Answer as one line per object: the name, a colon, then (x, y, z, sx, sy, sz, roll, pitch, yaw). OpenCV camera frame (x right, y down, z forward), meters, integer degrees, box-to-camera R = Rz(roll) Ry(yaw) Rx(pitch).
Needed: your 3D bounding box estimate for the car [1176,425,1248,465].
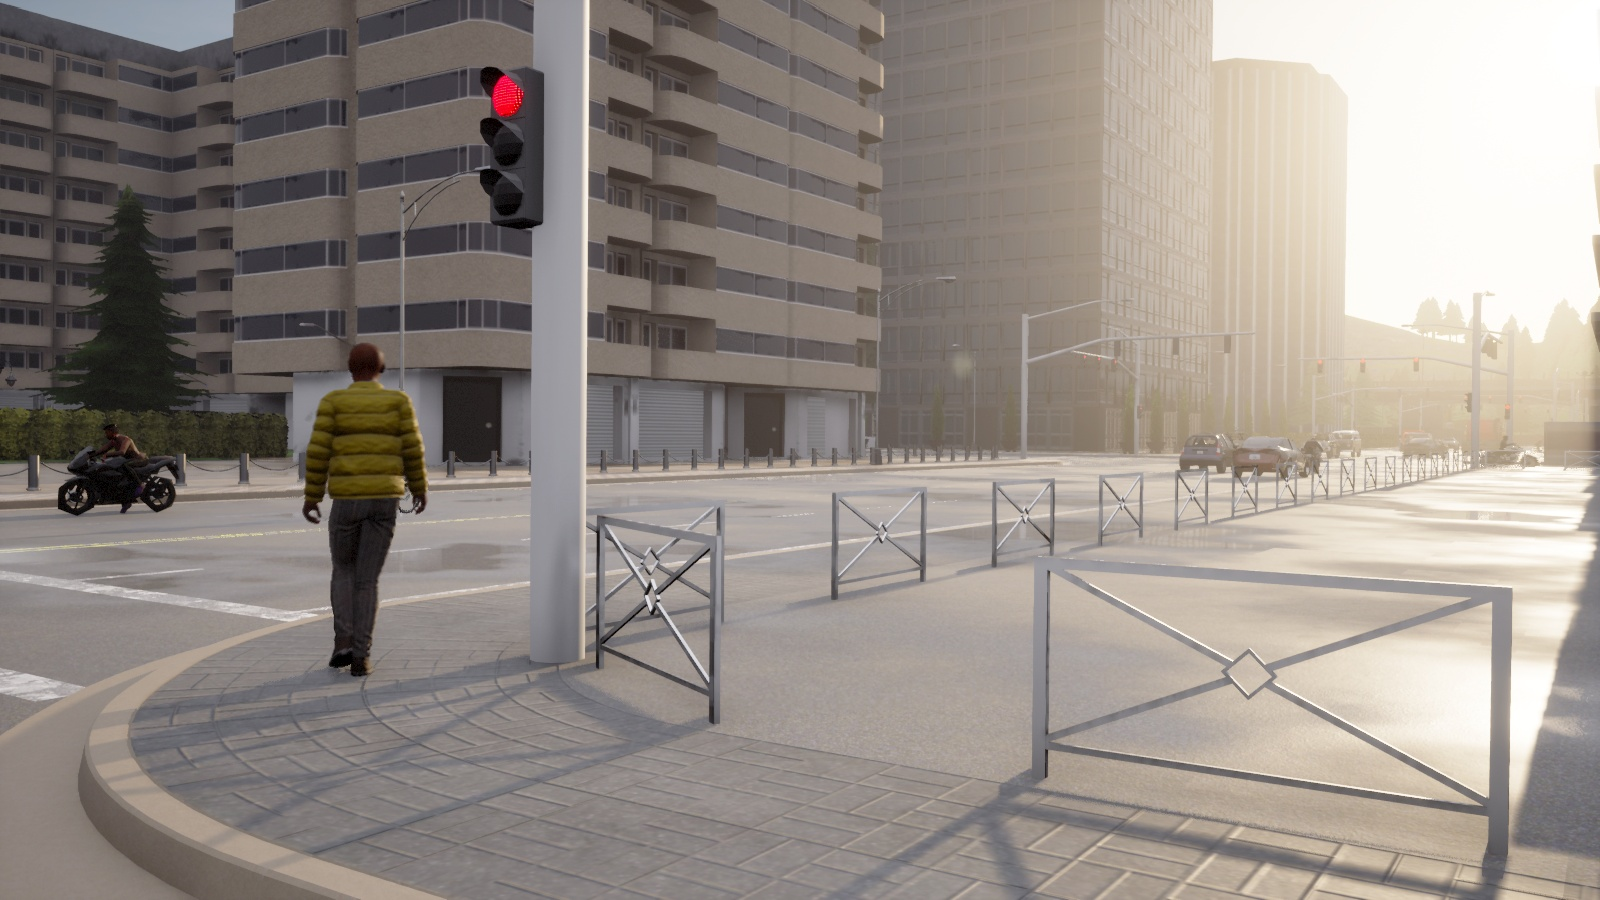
car: (17.102, -0.236, 52.056, 1.851, 1.617, 3.988, 0, 1, 33)

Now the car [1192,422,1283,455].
car: (25.422, -0.709, 73.040, 4.605, 1.855, 1.932, -1, 1, -6)

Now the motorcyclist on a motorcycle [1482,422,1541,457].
motorcyclist on a motorcycle: (33.564, -0.488, 59.256, 2.350, 1.649, 0.766, 0, 1, 33)

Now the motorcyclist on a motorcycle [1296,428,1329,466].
motorcyclist on a motorcycle: (21.191, -0.134, 51.919, 0.866, 1.530, 2.191, 0, 1, 33)

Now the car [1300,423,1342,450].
car: (36.743, -0.994, 88.571, 1.932, 1.855, 4.605, 0, 1, 33)

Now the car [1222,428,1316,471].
car: (17.128, -0.048, 45.693, 2.163, 1.488, 4.792, 0, 1, 33)

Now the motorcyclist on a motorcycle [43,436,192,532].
motorcyclist on a motorcycle: (-11.443, 0.529, 21.112, 0.797, 1.523, 2.044, 0, 1, 33)

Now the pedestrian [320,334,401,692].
pedestrian: (-2.383, 0.318, 6.829, 0.370, 1.835, 0.726, -1, 1, -18)
